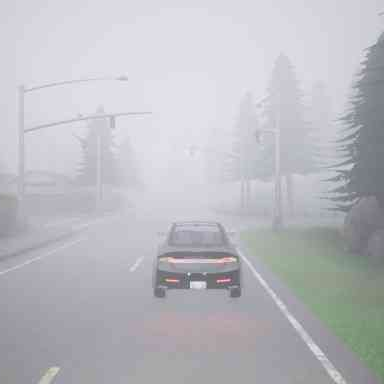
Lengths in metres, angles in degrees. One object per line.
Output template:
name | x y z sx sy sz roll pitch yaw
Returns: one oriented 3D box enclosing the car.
car | 0.118 1.492 8.515 2.128 1.511 4.902 0 0 0
